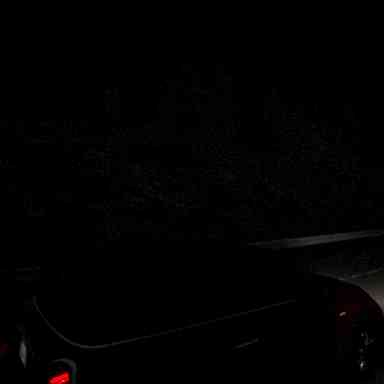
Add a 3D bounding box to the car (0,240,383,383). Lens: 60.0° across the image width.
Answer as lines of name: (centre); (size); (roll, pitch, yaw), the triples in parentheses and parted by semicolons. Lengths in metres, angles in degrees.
car: (0.337, 1.377, 3.985); (4.553, 1.767, 2.097); (1, 0, -36)
